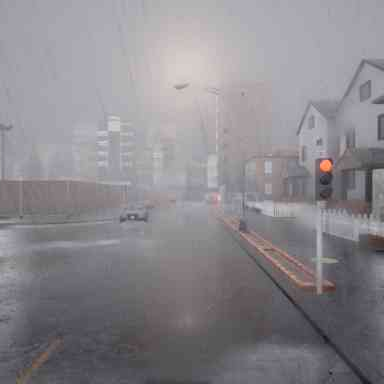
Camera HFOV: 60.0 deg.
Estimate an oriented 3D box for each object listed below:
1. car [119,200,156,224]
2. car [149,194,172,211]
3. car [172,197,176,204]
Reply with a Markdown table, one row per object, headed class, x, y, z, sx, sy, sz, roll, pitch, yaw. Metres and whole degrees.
| class | x | y | z | sx | sy | sz | roll | pitch | yaw |
| --- | --- | --- | --- | --- | --- | --- | --- | --- | --- |
| car | -4.091 | 1.564 | 24.857 | 1.994 | 1.385 | 4.181 | 0 | 0 | 0 |
| car | -4.082 | 1.219 | 41.572 | 2.150 | 2.045 | 5.566 | 0 | 0 | 0 |
| car | -3.974 | 1.601 | 62.664 | 1.895 | 1.301 | 4.718 | 0 | 0 | 0 |
